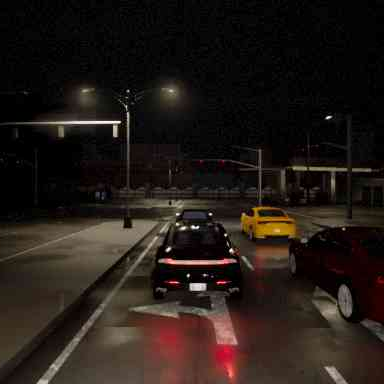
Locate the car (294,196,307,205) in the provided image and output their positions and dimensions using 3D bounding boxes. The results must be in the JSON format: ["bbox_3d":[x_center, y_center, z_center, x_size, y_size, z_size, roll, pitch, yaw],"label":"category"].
[{"bbox_3d":[18.986,1.456,57.497,1.970,1.475,3.806,0,0,0],"label":"car"}]

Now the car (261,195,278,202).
[{"bbox_3d":[13.240,1.295,56.738,2.242,1.667,4.611,0,0,0],"label":"car"}]

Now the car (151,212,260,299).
[{"bbox_3d":[0.104,1.492,8.399,2.128,1.511,4.902,0,0,0],"label":"car"}]

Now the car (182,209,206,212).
[{"bbox_3d":[0.111,1.564,17.168,1.994,1.385,4.181,0,0,-1],"label":"car"}]

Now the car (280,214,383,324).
[{"bbox_3d":[3.603,1.478,7.238,1.882,1.535,5.008,0,0,0],"label":"car"}]

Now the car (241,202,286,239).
[{"bbox_3d":[3.610,1.478,16.490,1.882,1.535,5.008,0,0,0],"label":"car"}]
